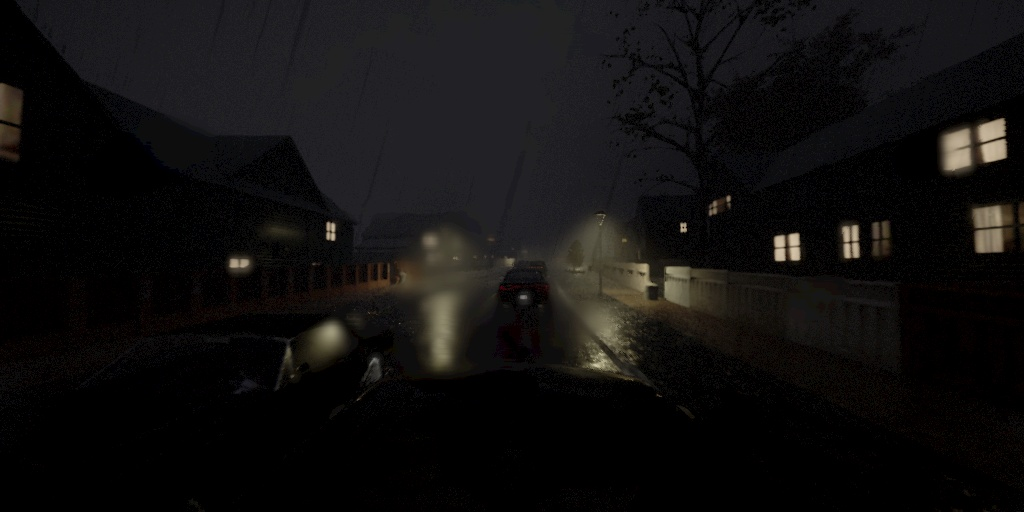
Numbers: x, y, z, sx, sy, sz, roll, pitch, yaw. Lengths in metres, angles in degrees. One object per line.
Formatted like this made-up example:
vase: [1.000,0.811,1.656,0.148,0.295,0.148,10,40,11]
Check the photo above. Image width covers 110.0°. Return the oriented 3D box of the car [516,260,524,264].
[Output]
car: [1.477,1.245,46.151,2.033,1.411,5.357,0,0,11]

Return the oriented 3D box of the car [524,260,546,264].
car: [2.561,1.211,34.632,1.837,1.490,4.892,0,0,8]

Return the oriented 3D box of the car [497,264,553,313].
car: [0.518,1.219,13.961,1.882,1.535,5.008,0,-1,3]

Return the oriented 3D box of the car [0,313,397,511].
car: [-2.791,1.346,3.516,1.895,1.301,4.718,0,0,1]
